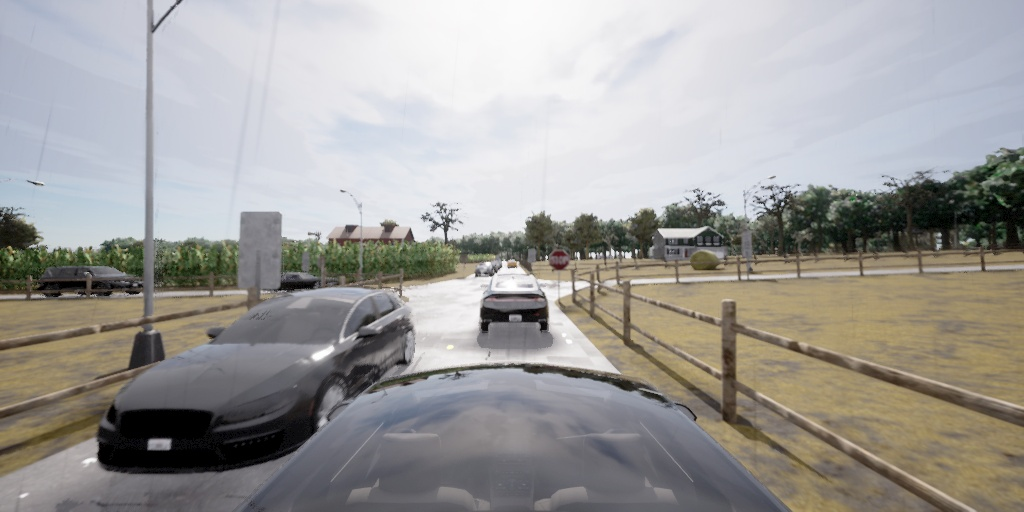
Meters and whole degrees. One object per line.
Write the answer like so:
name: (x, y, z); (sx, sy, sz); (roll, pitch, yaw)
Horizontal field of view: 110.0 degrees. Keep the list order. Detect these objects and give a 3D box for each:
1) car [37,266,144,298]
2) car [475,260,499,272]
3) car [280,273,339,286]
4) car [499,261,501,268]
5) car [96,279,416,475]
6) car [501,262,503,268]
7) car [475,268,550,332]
car: (-28.040, 1.696, 24.050); (5.566, 2.045, 2.150); (-2, -2, 0)
car: (-2.938, 1.458, 39.477); (2.128, 1.511, 4.902); (0, 0, 1)
car: (-14.019, 1.773, 24.057); (4.718, 1.301, 1.895); (-1, -2, 0)
car: (-2.901, 1.613, 48.671); (1.895, 1.301, 4.718); (0, 0, 0)
car: (-2.822, 1.279, 5.311); (1.837, 1.490, 4.892); (0, 0, 0)
car: (-2.903, 1.591, 58.902); (1.812, 1.442, 4.674); (0, 0, 1)
car: (0.041, 1.305, 11.179); (2.128, 1.511, 4.902); (0, 0, -1)
